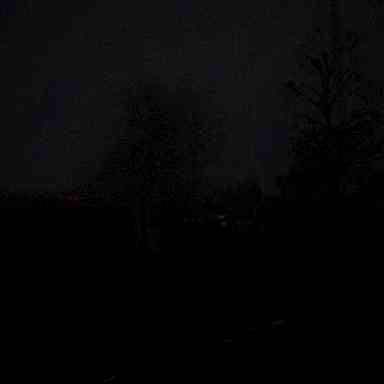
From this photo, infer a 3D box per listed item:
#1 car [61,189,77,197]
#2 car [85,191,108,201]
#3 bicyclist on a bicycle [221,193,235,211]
[{"bbox_3d":[-22.103,0.132,59.899,2.128,1.511,4.902,-1,2,-36],"label":"car"},{"bbox_3d":[-13.933,0.494,48.422,2.033,1.411,5.357,-1,2,-35],"label":"car"},{"bbox_3d":[3.213,0.923,29.638,1.656,1.620,0.582,0,1,-36],"label":"bicyclist on a bicycle"}]
